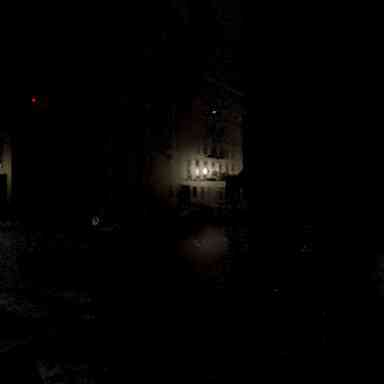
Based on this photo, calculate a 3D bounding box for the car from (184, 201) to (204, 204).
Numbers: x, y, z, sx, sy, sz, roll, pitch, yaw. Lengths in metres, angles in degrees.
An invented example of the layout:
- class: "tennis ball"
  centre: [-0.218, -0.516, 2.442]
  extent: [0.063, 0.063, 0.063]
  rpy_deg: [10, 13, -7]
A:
- class: "car"
  centre: [-0.031, 1.618, 33.266]
  extent: [1.887, 1.381, 4.507]
  rpy_deg: [-1, 0, 35]

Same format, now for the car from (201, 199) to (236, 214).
- class: "car"
  centre: [3.073, 1.597, 37.622]
  extent: [1.752, 1.417, 4.829]
  rpy_deg: [-1, 0, 35]

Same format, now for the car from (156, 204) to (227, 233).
- class: "car"
  centre: [0.101, 1.586, 19.622]
  extent: [1.802, 1.307, 4.206]
  rpy_deg: [-1, 0, 35]

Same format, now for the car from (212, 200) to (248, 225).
- class: "car"
  centre: [3.303, 1.443, 24.117]
  extent: [1.967, 1.590, 4.097]
  rpy_deg: [-1, 0, 35]

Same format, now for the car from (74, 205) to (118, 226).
- class: "car"
  centre: [-6.435, 1.641, 24.278]
  extent: [1.947, 1.339, 4.313]
  rpy_deg: [-1, 0, 35]

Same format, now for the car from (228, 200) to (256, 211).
- class: "car"
  centre: [6.374, 1.654, 42.254]
  extent: [1.802, 1.307, 4.206]
  rpy_deg: [-1, 0, 35]

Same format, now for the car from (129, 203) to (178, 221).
- class: "car"
  centre: [-3.233, 1.656, 28.772]
  extent: [1.802, 1.307, 4.206]
  rpy_deg: [-1, 0, 35]

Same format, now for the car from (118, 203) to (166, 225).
- class: "car"
  centre: [-2.937, 1.578, 24.816]
  extent: [1.812, 1.442, 4.674]
  rpy_deg: [-1, 0, 35]
